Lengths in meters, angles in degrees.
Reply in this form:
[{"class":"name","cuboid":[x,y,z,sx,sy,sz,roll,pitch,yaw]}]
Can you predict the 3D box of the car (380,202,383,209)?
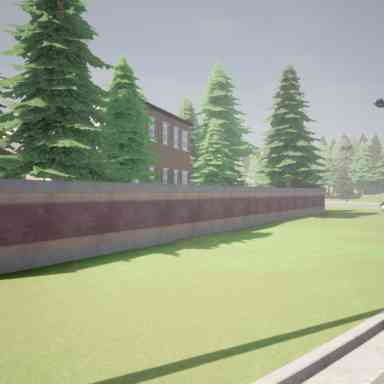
[{"class":"car","cuboid":[25.199,1.505,40.693,1.837,1.490,4.892,0,0,-6]}]
